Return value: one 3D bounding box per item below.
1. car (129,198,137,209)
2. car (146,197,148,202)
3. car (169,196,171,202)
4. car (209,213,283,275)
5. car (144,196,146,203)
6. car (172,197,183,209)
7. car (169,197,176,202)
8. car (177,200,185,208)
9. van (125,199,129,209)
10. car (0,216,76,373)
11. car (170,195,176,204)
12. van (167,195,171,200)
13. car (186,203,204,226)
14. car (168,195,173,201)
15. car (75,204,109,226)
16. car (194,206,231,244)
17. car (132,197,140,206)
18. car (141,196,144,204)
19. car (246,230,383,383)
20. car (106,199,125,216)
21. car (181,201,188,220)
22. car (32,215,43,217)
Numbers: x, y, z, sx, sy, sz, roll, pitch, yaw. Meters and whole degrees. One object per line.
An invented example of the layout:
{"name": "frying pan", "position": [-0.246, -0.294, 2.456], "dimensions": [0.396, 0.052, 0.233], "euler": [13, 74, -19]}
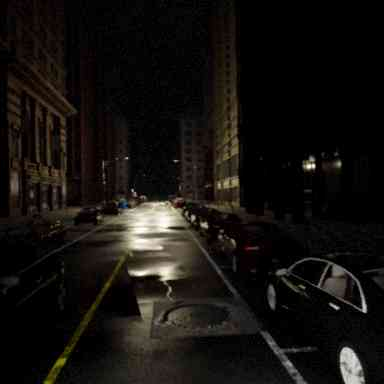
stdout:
{"name": "car", "position": [-10.593, 2.052, 54.489], "dimensions": [1.947, 1.339, 4.313], "euler": [0, 0, -5]}
{"name": "car", "position": [-14.075, 2.315, 93.705], "dimensions": [1.802, 1.307, 4.206], "euler": [0, 0, -5]}
{"name": "car", "position": [-3.098, 1.947, 66.456], "dimensions": [1.887, 1.381, 4.507], "euler": [0, 0, -5]}
{"name": "car", "position": [1.875, 1.571, 10.431], "dimensions": [1.887, 1.381, 4.507], "euler": [0, 0, -5]}
{"name": "car", "position": [-13.081, 2.103, 82.501], "dimensions": [1.967, 1.590, 4.097], "euler": [0, 0, -5]}
{"name": "car", "position": [-1.606, 1.839, 49.649], "dimensions": [1.887, 1.381, 4.507], "euler": [0, 0, -5]}
{"name": "car", "position": [-5.601, 2.104, 94.638], "dimensions": [1.752, 1.417, 4.829], "euler": [0, 0, -5]}
{"name": "car", "position": [-0.114, 1.750, 32.842], "dimensions": [1.947, 1.339, 4.313], "euler": [0, 0, -5]}
{"name": "van", "position": [-9.600, 1.754, 43.286], "dimensions": [1.690, 1.788, 3.998], "euler": [0, 0, -5]}
{"name": "car", "position": [-3.313, 1.441, 4.550], "dimensions": [2.097, 1.767, 4.553], "euler": [-1, 0, -5]}
{"name": "car", "position": [-2.104, 1.771, 55.253], "dimensions": [1.967, 1.590, 4.097], "euler": [0, 0, -5]}
{"name": "van", "position": [-5.090, 1.884, 88.868], "dimensions": [1.690, 1.788, 3.998], "euler": [0, 0, -5]}
{"name": "car", "position": [0.881, 1.651, 21.636], "dimensions": [1.887, 1.381, 4.507], "euler": [0, 0, -5]}
{"name": "car", "position": [-3.596, 1.988, 72.059], "dimensions": [2.008, 1.369, 4.403], "euler": [0, 0, -5]}
{"name": "car", "position": [-8.106, 1.883, 26.478], "dimensions": [1.802, 1.307, 4.206], "euler": [0, 0, -5]}
{"name": "car", "position": [1.378, 1.612, 16.033], "dimensions": [1.887, 1.381, 4.507], "euler": [0, 0, -5]}
{"name": "car", "position": [-11.092, 1.962, 60.092], "dimensions": [1.967, 1.590, 4.097], "euler": [0, 0, -5]}
{"name": "car", "position": [-12.087, 1.908, 71.298], "dimensions": [2.192, 1.841, 5.009], "euler": [0, 0, -5]}
{"name": "car", "position": [2.373, 1.535, 4.829], "dimensions": [2.008, 1.369, 4.403], "euler": [0, 0, -5]}
{"name": "car", "position": [-9.102, 1.816, 37.684], "dimensions": [1.967, 1.590, 4.097], "euler": [0, 0, -5]}
{"name": "car", "position": [0.384, 1.690, 27.239], "dimensions": [1.887, 1.381, 4.507], "euler": [0, 0, -5]}
{"name": "car", "position": [-7.097, 1.746, 15.104], "dimensions": [1.752, 1.417, 4.829], "euler": [0, 0, -5]}
